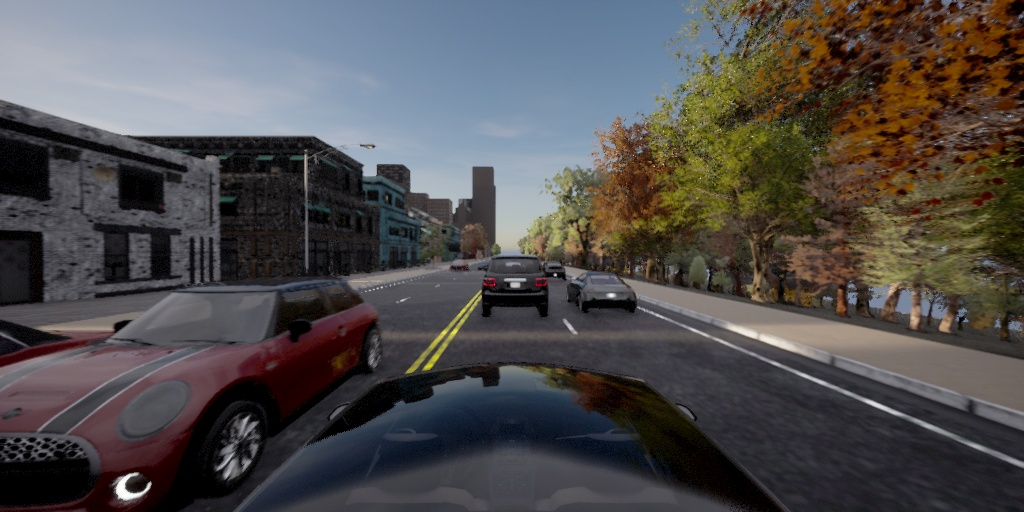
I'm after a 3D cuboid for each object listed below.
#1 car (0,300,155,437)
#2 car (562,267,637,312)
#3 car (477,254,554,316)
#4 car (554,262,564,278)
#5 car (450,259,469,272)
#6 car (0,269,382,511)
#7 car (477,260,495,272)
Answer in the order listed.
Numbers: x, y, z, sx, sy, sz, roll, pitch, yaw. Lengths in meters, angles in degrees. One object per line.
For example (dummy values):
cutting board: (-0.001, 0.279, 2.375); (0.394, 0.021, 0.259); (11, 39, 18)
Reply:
car: (-6.602, 1.348, 3.316); (1.895, 1.301, 4.718); (0, 0, 0)
car: (3.348, 1.296, 14.085); (1.994, 1.385, 4.181); (0, 0, 0)
car: (0.098, 0.955, 13.364); (2.150, 2.045, 5.566); (0, 0, 0)
car: (3.345, 1.214, 30.090); (1.837, 1.490, 4.892); (0, 0, 0)
car: (-6.593, 1.165, 45.326); (1.882, 1.535, 5.008); (0, 0, 0)
car: (-3.351, 1.098, 4.454); (2.097, 1.767, 4.553); (0, 0, 0)
car: (-3.342, 1.251, 46.374); (1.994, 1.385, 4.181); (0, 0, 0)
